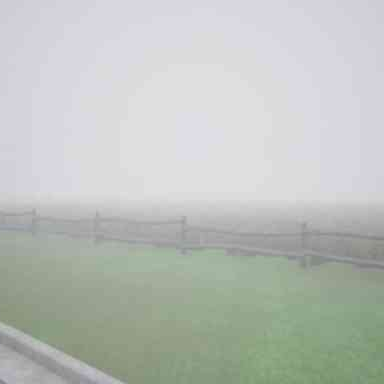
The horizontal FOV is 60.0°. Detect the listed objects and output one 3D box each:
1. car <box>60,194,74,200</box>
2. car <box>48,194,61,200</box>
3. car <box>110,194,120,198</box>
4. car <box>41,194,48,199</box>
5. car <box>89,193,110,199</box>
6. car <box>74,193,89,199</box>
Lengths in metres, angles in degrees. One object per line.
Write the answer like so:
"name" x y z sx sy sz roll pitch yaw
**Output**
"car" -29.666 1.332 82.623 2.033 1.411 5.357 0 0 11
"car" -33.104 1.242 83.277 1.882 1.535 5.008 0 0 11
"car" -20.841 1.227 91.551 1.994 1.385 4.181 0 0 11
"car" -36.439 1.272 84.477 1.812 1.442 4.674 0 0 11
"car" -22.706 1.425 81.754 1.895 1.301 4.718 0 0 11
"car" -26.228 1.351 81.969 2.033 1.411 5.357 0 0 11
